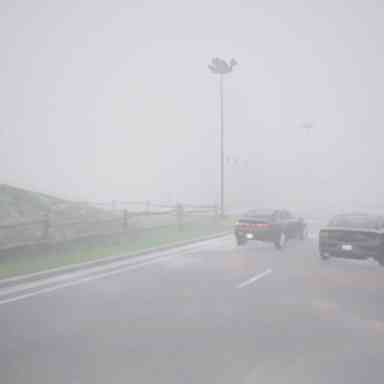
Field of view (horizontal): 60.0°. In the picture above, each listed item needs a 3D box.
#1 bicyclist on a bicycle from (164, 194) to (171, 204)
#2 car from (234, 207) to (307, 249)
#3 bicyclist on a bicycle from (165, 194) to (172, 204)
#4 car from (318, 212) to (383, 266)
[{"bbox_3d":[-3.952,1.121,53.508,0.582,1.620,1.656,0,0,14],"label":"bicyclist on a bicycle"},{"bbox_3d":[3.516,1.443,14.361,1.837,1.490,4.892,0,-1,35],"label":"car"},{"bbox_3d":[-3.519,1.120,53.403,0.582,1.620,1.656,0,0,14],"label":"bicyclist on a bicycle"},{"bbox_3d":[5.835,1.428,11.552,1.882,1.535,5.008,0,0,35],"label":"car"}]
